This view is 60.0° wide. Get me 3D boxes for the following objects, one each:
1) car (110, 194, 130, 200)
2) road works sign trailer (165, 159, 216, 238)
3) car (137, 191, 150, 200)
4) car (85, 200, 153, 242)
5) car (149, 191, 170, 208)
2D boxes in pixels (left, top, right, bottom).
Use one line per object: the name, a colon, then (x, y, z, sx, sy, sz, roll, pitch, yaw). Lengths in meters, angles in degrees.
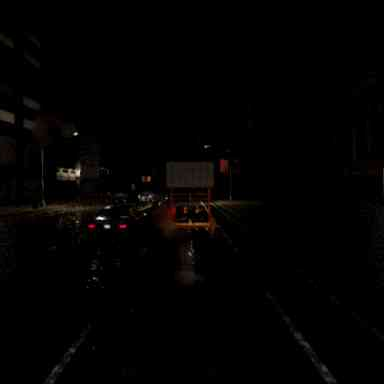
car: (-10.079, 0.900, 46.695, 1.895, 1.301, 4.718, 0, 1, 0)
road works sign trailer: (-0.081, 0.220, 15.933, 2.380, 3.560, 2.880, 0, 1, 0)
car: (-6.836, 0.610, 49.544, 2.097, 1.767, 4.553, 0, 1, 0)
car: (-3.224, 1.316, 15.046, 2.033, 1.411, 5.357, 0, 1, 0)
car: (-3.339, 0.946, 36.963, 1.837, 1.490, 4.892, 0, 1, 0)
